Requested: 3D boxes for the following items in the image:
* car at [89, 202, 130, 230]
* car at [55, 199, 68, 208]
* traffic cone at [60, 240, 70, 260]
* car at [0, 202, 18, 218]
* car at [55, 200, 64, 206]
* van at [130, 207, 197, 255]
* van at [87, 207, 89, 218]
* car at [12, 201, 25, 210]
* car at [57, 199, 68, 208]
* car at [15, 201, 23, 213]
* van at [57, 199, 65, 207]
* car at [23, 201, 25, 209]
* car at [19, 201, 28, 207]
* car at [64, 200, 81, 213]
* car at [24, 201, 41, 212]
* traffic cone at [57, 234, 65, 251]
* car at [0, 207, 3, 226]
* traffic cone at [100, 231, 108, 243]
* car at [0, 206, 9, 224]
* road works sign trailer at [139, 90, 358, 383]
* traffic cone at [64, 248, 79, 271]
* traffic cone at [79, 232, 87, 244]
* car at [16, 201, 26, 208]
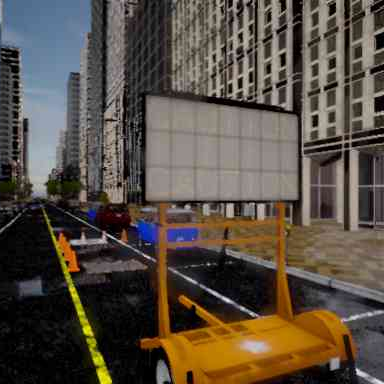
[{"bbox_3d":[-5.977,1.724,24.739,2.192,1.841,5.009,0,-1,-25],"label":"car"},{"bbox_3d":[-27.395,2.466,71.186,2.192,1.841,5.009,0,-1,-25],"label":"car"},{"bbox_3d":[-4.537,2.156,12.158,0.340,0.580,0.340,1,-1,-25],"label":"traffic cone"},{"bbox_3d":[-20.725,2.138,36.710,2.008,1.369,4.403,0,-1,-25],"label":"car"},{"bbox_3d":[-34.533,2.837,86.667,1.967,1.590,4.097,0,-1,-25],"label":"car"},{"bbox_3d":[-1.217,1.584,14.417,1.690,1.788,3.998,0,-1,-25],"label":"van"},{"bbox_3d":[-8.356,1.833,29.900,1.690,1.788,3.998,0,-1,-25],"label":"van"},{"bbox_3d":[-32.624,2.439,62.515,1.967,1.590,4.097,0,-1,-25],"label":"car"},{"bbox_3d":[-29.775,2.548,76.348,2.192,1.841,5.009,0,-1,-25],"label":"car"},{"bbox_3d":[-25.484,2.303,47.032,2.008,1.369,4.403,0,-1,-25],"label":"car"},{"bbox_3d":[-32.154,2.657,81.508,1.690,1.788,3.998,0,-1,-25],"label":"van"},{"bbox_3d":[-30.244,2.499,57.353,1.802,1.307,4.206,0,-1,-25],"label":"car"},{"bbox_3d":[-42.143,2.893,83.157,1.947,1.339,4.313,0,-1,-25],"label":"car"},{"bbox_3d":[-17.874,2.373,50.540,2.008,1.369,4.403,0,-1,-25],"label":"car"},{"bbox_3d":[-25.759,2.394,54.071,1.812,1.442,4.674,1,-1,-25],"label":"car"},{"bbox_3d":[-5.374,2.185,13.974,0.340,0.580,0.340,1,-1,-25],"label":"traffic cone"},{"bbox_3d":[-13.586,1.890,21.228,2.008,1.369,4.403,0,-1,-25],"label":"car"},{"bbox_3d":[-4.395,2.231,16.628,0.340,0.580,0.340,1,-1,-25],"label":"traffic cone"},{"bbox_3d":[-15.965,2.004,26.388,1.802,1.307,4.206,0,-1,-25],"label":"car"},{"bbox_3d":[0.394,0.545,4.583,2.380,3.560,2.880,1,-1,-25],"label":"road works sign trailer"},{"bbox_3d":[-3.699,2.127,10.342,0.340,0.580,0.340,1,-1,-25],"label":"traffic cone"},{"bbox_3d":[-5.303,2.223,16.209,0.340,0.580,0.340,1,-1,-25],"label":"traffic cone"},{"bbox_3d":[-37.312,2.687,72.682,1.752,1.417,4.829,0,-1,-25],"label":"car"}]
